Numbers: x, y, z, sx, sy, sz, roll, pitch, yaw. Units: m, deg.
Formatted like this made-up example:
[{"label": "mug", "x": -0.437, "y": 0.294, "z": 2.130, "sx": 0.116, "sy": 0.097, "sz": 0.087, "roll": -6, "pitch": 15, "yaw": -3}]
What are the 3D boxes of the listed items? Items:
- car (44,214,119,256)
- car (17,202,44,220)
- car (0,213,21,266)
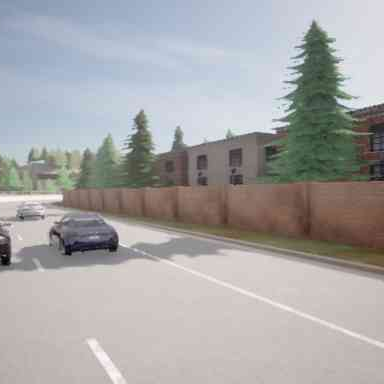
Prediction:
[{"label": "car", "x": -4.459, "y": 1.569, "z": 13.336, "sx": 1.994, "sy": 1.385, "sz": 4.181, "roll": -1, "pitch": 0, "yaw": -31}, {"label": "car", "x": -14.158, "y": 1.583, "z": 29.177, "sx": 1.812, "sy": 1.442, "sz": 4.674, "roll": -1, "pitch": 0, "yaw": -31}, {"label": "car", "x": -7.185, "y": 1.529, "z": 11.085, "sx": 2.128, "sy": 1.511, "sz": 4.902, "roll": -1, "pitch": 0, "yaw": -31}]
